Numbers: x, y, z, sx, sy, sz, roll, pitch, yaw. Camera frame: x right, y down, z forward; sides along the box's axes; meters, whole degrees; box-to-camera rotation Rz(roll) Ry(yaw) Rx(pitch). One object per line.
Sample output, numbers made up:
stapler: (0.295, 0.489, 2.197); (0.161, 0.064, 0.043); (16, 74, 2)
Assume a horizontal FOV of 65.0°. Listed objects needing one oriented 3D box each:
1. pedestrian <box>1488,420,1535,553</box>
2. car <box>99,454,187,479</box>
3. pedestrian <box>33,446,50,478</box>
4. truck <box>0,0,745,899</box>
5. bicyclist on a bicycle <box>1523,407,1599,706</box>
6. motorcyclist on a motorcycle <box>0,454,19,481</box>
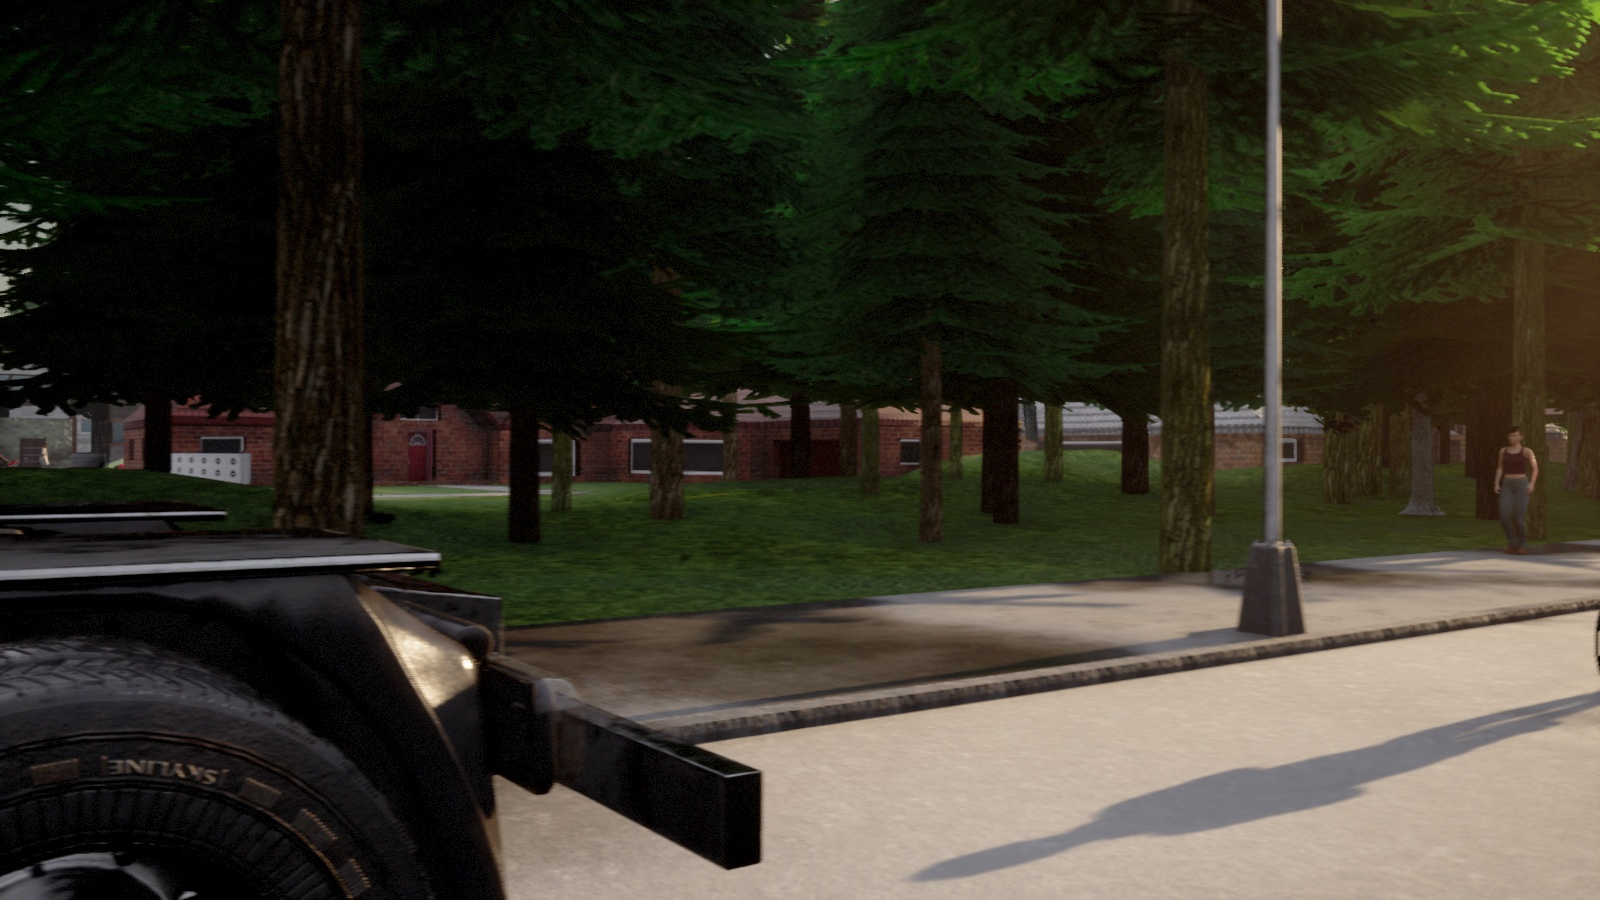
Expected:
pedestrian: (9.948, 0.500, 17.552); (0.594, 1.836, 0.345); (0, 0, -35)
car: (-40.020, 0.979, 76.535); (4.514, 1.525, 2.007); (0, 0, -35)
pedestrian: (-46.786, 0.751, 77.467); (0.873, 1.952, 0.659); (0, 0, -35)
truck: (-4.189, -0.229, 1.357); (7.936, 3.462, 2.891); (0, 0, -35)
bicyclist on a bicycle: (5.437, 0.635, 8.052); (1.843, 1.776, 0.659); (0, 0, -35)
motorcyclist on a motorcycle: (-46.161, 1.006, 72.259); (2.044, 1.523, 0.797); (0, 0, -35)
